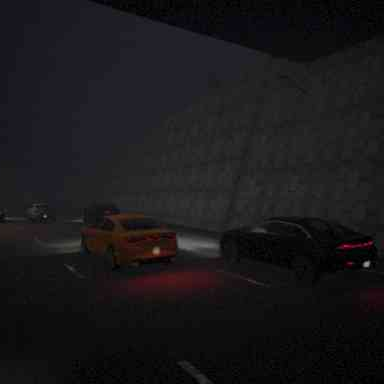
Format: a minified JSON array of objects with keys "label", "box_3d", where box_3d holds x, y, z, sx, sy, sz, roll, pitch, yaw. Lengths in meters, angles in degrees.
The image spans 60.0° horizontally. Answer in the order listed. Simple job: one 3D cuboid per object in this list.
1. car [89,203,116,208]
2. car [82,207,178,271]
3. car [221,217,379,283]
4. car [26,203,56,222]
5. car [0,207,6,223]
[{"label":"car","box_3d":[-6.859,1.576,25.078,1.837,1.490,4.892,0,0,-32]},{"label":"car","box_3d":[-2.308,1.503,11.303,1.882,1.535,5.008,0,0,-32]},{"label":"car","box_3d":[2.778,1.478,9.801,2.128,1.511,4.902,0,0,-32]},{"label":"car","box_3d":[-12.541,1.641,27.525,1.812,1.442,4.674,0,0,-32]},{"label":"car","box_3d":[-15.798,1.702,26.131,1.994,1.385,4.181,0,0,-32]}]
